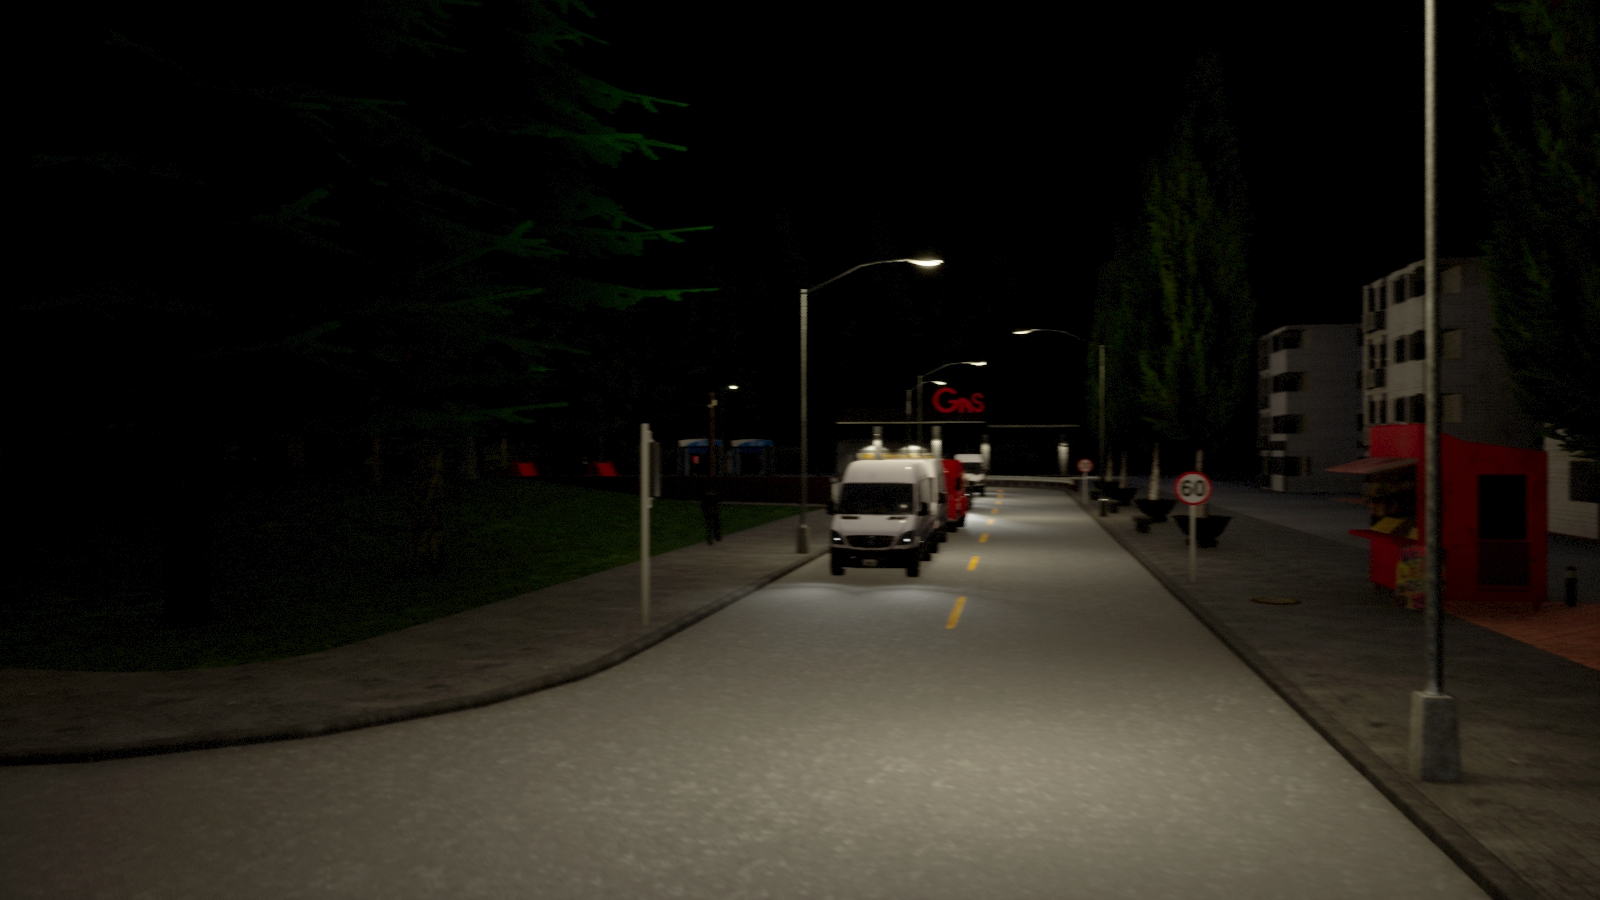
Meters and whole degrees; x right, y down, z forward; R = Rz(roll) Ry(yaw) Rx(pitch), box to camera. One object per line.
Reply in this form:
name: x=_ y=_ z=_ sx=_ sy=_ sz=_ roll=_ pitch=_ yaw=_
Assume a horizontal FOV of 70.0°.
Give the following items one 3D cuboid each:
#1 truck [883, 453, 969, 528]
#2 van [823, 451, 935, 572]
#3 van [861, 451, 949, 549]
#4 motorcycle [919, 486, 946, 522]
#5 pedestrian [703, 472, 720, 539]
truck: x=4.543 y=1.348 z=40.355 sx=2.627 sy=2.467 sz=5.204 roll=0 pitch=0 yaw=11
van: x=2.026 y=1.316 z=27.355 sx=1.988 sy=2.561 sz=5.915 roll=0 pitch=0 yaw=11
van: x=3.153 y=1.315 z=33.185 sx=1.988 sy=2.561 sz=5.915 roll=0 pitch=0 yaw=11
motorcycle: x=4.855 y=1.962 z=41.869 sx=0.856 sy=1.236 sz=1.805 roll=0 pitch=0 yaw=11
pedestrian: x=-2.468 y=1.535 z=31.946 sx=0.375 sy=1.860 sz=0.375 roll=0 pitch=0 yaw=11
